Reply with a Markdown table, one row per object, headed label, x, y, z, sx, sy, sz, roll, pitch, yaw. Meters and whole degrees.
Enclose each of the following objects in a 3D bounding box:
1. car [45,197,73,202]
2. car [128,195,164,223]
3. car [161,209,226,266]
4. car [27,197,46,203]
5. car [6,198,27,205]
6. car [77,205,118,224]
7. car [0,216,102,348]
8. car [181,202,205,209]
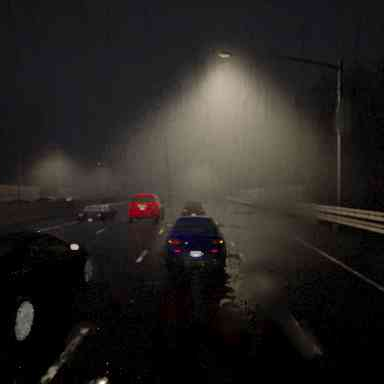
| label | x | y | z | sx | sy | sz | roll | pitch | yaw |
| --- | --- | --- | --- | --- | --- | --- | --- | --- | --- |
| car | -17.563 | 1.511 | 45.390 | 2.128 | 1.511 | 4.902 | 0 | 0 | 0 |
| car | -3.388 | 1.225 | 25.322 | 2.150 | 2.045 | 5.566 | 0 | 0 | 0 |
| car | 0.105 | 1.524 | 11.393 | 1.812 | 1.442 | 4.674 | 0 | 0 | 0 |
| car | -21.047 | 1.529 | 47.466 | 1.837 | 1.490 | 4.892 | 0 | 0 | 0 |
| car | -24.546 | 1.587 | 47.215 | 1.994 | 1.385 | 4.181 | 0 | 0 | 0 |
| car | -6.890 | 1.604 | 24.723 | 1.895 | 1.301 | 4.718 | 0 | 0 | 0 |
| car | -3.398 | 1.476 | 6.314 | 1.882 | 1.535 | 5.008 | 0 | 0 | 0 |
| car | 0.110 | 1.530 | 27.363 | 1.812 | 1.442 | 4.674 | 0 | 0 | 0 |
